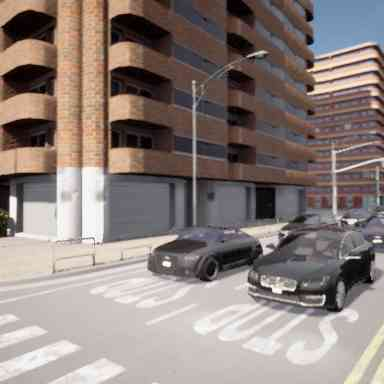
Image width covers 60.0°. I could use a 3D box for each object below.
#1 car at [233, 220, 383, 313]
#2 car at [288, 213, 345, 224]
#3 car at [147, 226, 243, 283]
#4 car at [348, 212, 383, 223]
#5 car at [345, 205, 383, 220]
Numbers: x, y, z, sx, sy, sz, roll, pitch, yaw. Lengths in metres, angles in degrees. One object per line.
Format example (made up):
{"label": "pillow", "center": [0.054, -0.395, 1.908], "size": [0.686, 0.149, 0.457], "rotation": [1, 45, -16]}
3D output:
{"label": "car", "center": [3.183, 1.674, 8.271], "size": [1.837, 1.490, 4.892], "rotation": [-1, -2, 40]}
{"label": "car", "center": [6.187, 1.875, 17.334], "size": [1.812, 1.442, 4.674], "rotation": [-1, -2, 40]}
{"label": "car", "center": [0.584, 1.803, 10.616], "size": [1.994, 1.385, 4.181], "rotation": [-1, -2, 40]}
{"label": "car", "center": [8.882, 1.846, 15.113], "size": [1.994, 1.385, 4.181], "rotation": [-1, -2, 40]}
{"label": "car", "center": [12.818, 1.971, 25.295], "size": [2.128, 1.511, 4.902], "rotation": [-1, -2, 40]}
